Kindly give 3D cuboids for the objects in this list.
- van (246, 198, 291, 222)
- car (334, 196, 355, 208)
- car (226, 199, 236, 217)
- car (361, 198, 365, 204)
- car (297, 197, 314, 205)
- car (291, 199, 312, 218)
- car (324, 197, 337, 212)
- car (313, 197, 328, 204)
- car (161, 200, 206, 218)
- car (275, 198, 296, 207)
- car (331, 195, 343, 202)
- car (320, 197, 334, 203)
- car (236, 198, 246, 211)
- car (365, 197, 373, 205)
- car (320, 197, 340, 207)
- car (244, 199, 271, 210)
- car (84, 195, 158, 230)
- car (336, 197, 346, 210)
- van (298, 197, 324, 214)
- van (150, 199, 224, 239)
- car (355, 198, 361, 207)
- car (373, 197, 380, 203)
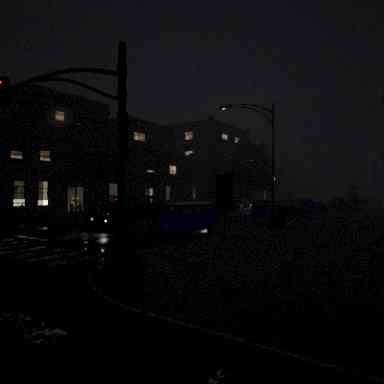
[{"bbox_3d":[6.219,1.436,26.712,1.690,1.788,3.998,0,0,35],"label":"van"},{"bbox_3d":[22.099,1.497,49.297,2.192,1.841,5.009,0,0,35],"label":"car"},{"bbox_3d":[1.831,1.532,30.531,1.882,1.535,5.008,1,0,35],"label":"car"},{"bbox_3d":[28.547,1.748,58.470,1.752,1.417,4.829,0,0,35],"label":"car"},{"bbox_3d":[21.604,1.706,63.165,1.887,1.381,4.507,0,0,35],"label":"car"},{"bbox_3d":[9.393,1.656,31.228,1.887,1.381,4.507,0,0,35],"label":"car"},{"bbox_3d":[15.844,1.671,40.402,1.752,1.417,4.829,0,0,35],"label":"car"},{"bbox_3d":[27.857,1.729,72.060,1.752,1.417,4.829,0,0,35],"label":"car"},{"bbox_3d":[-0.725,1.559,31.407,1.752,1.417,4.829,0,0,35],"label":"car"},{"bbox_3d":[15.252,1.666,54.131,1.887,1.381,4.507,0,0,35],"label":"car"},{"bbox_3d":[37.483,1.713,85.750,1.967,1.590,4.097,0,0,35],"label":"car"},{"bbox_3d":[31.131,1.793,76.716,1.947,1.339,4.313,0,0,35],"label":"car"},{"bbox_3d":[5.726,1.507,40.581,1.967,1.590,4.097,0,0,35],"label":"car"},{"bbox_3d":[34.801,1.810,67.365,1.887,1.381,4.507,0,0,35],"label":"car"},{"bbox_3d":[22.731,1.658,54.698,1.882,1.535,5.008,1,0,35],"label":"car"},{"bbox_3d":[8.901,1.629,45.098,1.887,1.381,4.507,0,0,35],"label":"car"},{"bbox_3d":[-4.294,1.248,21.821,2.150,2.045,5.566,1,0,35],"label":"car"},{"bbox_3d":[18.921,1.729,44.779,1.947,1.339,4.313,0,0,35],"label":"car"},{"bbox_3d":[12.571,1.469,35.745,1.690,1.788,3.998,0,0,35],"label":"van"},{"bbox_3d":[-0.133,1.407,17.677,1.690,1.788,3.998,0,0,35],"label":"van"},{"bbox_3d":[25.275,1.517,53.814,2.192,1.841,5.009,0,0,35],"label":"car"},{"bbox_3d":[44.328,1.900,80.916,1.947,1.339,4.313,0,0,35],"label":"car"}]
